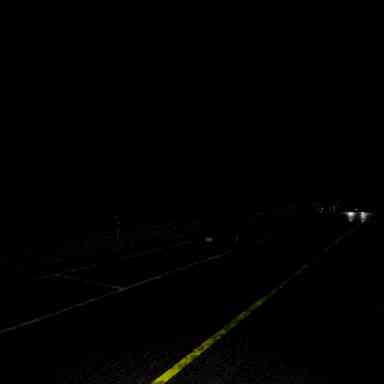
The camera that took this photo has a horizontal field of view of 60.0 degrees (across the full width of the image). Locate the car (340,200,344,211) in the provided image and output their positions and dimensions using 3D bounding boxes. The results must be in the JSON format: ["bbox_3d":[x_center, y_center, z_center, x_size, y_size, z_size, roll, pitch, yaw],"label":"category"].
[{"bbox_3d":[16.446,1.441,38.843,1.967,1.590,4.097,0,0,32],"label":"car"}]

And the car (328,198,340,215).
[{"bbox_3d":[13.526,1.567,34.153,1.947,1.339,4.313,0,0,32],"label":"car"}]

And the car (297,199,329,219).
[{"bbox_3d":[10.605,1.583,29.463,1.802,1.307,4.206,0,0,32],"label":"car"}]

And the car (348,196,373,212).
[{"bbox_3d":[19.317,1.549,38.450,2.033,1.411,5.357,0,0,32],"label":"car"}]

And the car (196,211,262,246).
[{"bbox_3d":[1.844,1.566,15.392,1.947,1.339,4.313,0,0,32],"label":"car"}]
